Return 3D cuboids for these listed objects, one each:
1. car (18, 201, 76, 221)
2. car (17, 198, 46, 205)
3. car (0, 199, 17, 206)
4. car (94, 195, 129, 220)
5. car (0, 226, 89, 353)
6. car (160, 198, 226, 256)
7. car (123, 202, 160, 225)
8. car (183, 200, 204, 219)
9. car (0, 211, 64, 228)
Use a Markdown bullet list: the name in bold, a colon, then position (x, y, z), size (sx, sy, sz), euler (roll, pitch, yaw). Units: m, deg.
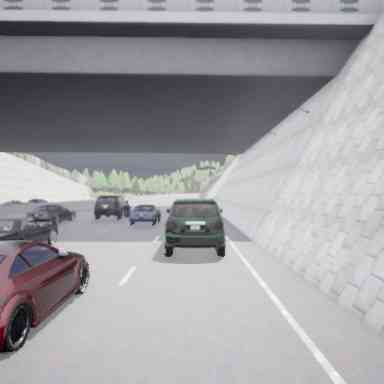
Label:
- **car**: position (-10.385, 1.627, 24.735), size (2.033, 1.411, 5.357), euler (0, 0, 0)
- **car**: position (-21.064, 1.647, 44.796), size (1.837, 1.490, 4.892), euler (0, 0, 0)
- **car**: position (-24.559, 1.712, 45.864), size (1.994, 1.385, 4.181), euler (0, 0, 0)
- **car**: position (-6.882, 1.315, 29.096), size (2.150, 2.045, 5.566), euler (0, 0, 0)
- **car**: position (-3.398, 1.584, 6.159), size (1.994, 1.385, 4.181), euler (0, 0, 0)
- **car**: position (0.109, 1.266, 13.534), size (2.150, 2.045, 5.566), euler (0, 0, 0)
- **car**: position (-3.385, 1.627, 24.732), size (2.033, 1.411, 5.357), euler (0, 0, 0)
- **car**: position (0.120, 1.580, 31.624), size (1.882, 1.535, 5.008), euler (0, 0, 0)
- **car**: position (-6.891, 1.643, 12.824), size (1.895, 1.301, 4.718), euler (0, 0, 0)
